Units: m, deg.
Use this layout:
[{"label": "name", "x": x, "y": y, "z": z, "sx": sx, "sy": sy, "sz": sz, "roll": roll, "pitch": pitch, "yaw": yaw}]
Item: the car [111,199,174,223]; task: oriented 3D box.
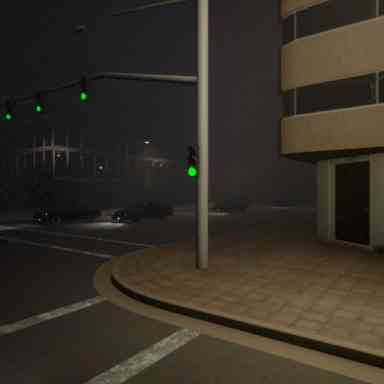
[{"label": "car", "x": -3.753, "y": 1.542, "z": 26.236, "sx": 2.033, "sy": 1.411, "sz": 5.357, "roll": 0, "pitch": 0, "yaw": 36}]

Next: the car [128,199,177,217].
[{"label": "car", "x": -3.724, "y": 1.499, "z": 32.229, "sx": 1.837, "sy": 1.490, "sz": 4.892, "roll": 0, "pitch": 0, "yaw": 36}]

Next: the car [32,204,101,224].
[{"label": "car", "x": -9.196, "y": 1.595, "z": 24.694, "sx": 1.895, "sy": 1.301, "sz": 4.718, "roll": 0, "pitch": 0, "yaw": 36}]

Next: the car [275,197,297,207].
[{"label": "car", "x": 14.668, "y": 1.542, "z": 51.437, "sx": 2.033, "sy": 1.411, "sz": 5.357, "roll": 0, "pitch": 0, "yaw": 36}]

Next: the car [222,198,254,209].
[{"label": "car", "x": 6.448, "y": 1.542, "z": 46.201, "sx": 2.033, "sy": 1.411, "sz": 5.357, "roll": 0, "pitch": 0, "yaw": 36}]

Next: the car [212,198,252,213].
[{"label": "car", "x": 4.339, "y": 1.543, "z": 37.376, "sx": 2.033, "sy": 1.411, "sz": 5.357, "roll": 0, "pitch": 0, "yaw": 36}]
